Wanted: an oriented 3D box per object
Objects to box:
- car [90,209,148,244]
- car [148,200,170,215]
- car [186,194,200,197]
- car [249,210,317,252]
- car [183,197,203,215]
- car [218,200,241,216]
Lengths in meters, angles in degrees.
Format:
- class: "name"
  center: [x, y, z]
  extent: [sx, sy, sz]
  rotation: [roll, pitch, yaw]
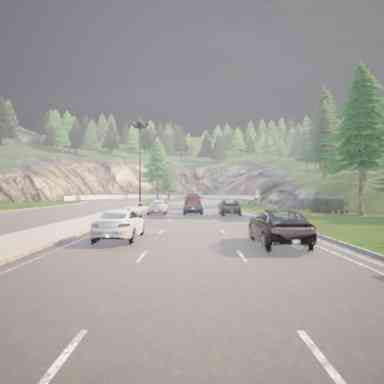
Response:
- class: "car"
  center: [-3.399, 1.526, 15.685]
  extent: [1.812, 1.442, 4.674]
  rotation: [0, 0, 0]
- class: "car"
  center: [-3.400, 1.526, 33.868]
  extent: [1.812, 1.442, 4.674]
  rotation: [0, 0, 0]
- class: "car"
  center: [0.093, 1.221, 43.740]
  extent: [2.150, 2.045, 5.566]
  rotation: [0, 0, 0]
- class: "car"
  center: [3.600, 1.491, 13.907]
  extent: [2.128, 1.511, 4.902]
  rotation: [0, 0, 0]
- class: "car"
  center: [0.100, 1.564, 34.233]
  extent: [1.994, 1.385, 4.181]
  rotation: [0, 0, 0]
- class: "car"
  center: [3.599, 1.493, 32.178]
  extent: [2.128, 1.511, 4.902]
  rotation: [0, 0, 0]
